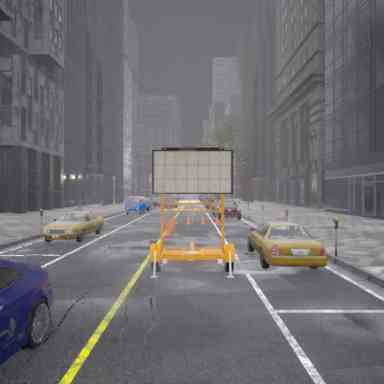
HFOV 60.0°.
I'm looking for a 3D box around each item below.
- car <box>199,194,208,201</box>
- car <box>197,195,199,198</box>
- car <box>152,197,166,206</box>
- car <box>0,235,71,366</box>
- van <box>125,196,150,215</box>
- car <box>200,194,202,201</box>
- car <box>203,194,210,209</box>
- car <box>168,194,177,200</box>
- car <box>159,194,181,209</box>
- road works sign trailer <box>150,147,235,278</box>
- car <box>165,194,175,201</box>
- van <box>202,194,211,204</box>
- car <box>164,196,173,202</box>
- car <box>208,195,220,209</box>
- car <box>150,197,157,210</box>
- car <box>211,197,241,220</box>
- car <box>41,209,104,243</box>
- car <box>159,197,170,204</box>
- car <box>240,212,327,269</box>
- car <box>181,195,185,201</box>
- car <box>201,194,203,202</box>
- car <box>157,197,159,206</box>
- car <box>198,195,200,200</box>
[{"bbox_3d":[3.012,1.428,89.744,2.192,1.841,5.009,0,0,0],"label":"car"},{"bbox_3d":[3.002,1.657,84.103,1.947,1.339,4.313,0,0,0],"label":"car"},{"bbox_3d":[-5.571,1.570,55.934,1.887,1.381,4.507,0,0,0],"label":"car"},{"bbox_3d":[-3.095,1.525,3.543,1.812,1.442,4.674,0,0,0],"label":"car"},{"bbox_3d":[-5.609,1.333,33.379,1.690,1.788,3.998,0,0,0],"label":"van"},{"bbox_3d":[2.964,1.475,61.546,1.967,1.590,4.097,0,0,0],"label":"car"},{"bbox_3d":[2.935,1.320,44.628,2.192,1.841,5.009,0,0,0],"label":"car"},{"bbox_3d":[-5.504,1.450,95.407,2.192,1.841,5.009,0,0,0],"label":"car"},{"bbox_3d":[-3.019,1.359,46.014,2.097,1.767,4.553,0,0,0],"label":"car"},{"bbox_3d":[0.016,0.460,10.108,2.380,3.560,2.880,0,0,0],"label":"road works sign trailer"},{"bbox_3d":[-5.523,1.406,84.128,2.192,1.841,5.009,0,0,0],"label":"car"},{"bbox_3d":[2.974,1.387,67.186,1.690,1.788,3.998,0,0,0],"label":"van"},{"bbox_3d":[-5.533,1.596,78.320,1.752,1.417,4.829,0,0,0],"label":"car"},{"bbox_3d":[2.916,1.432,33.348,1.967,1.590,4.097,0,0,0],"label":"car"},{"bbox_3d":[-5.600,1.562,39.017,1.947,1.339,4.313,0,0,0],"label":"car"},{"bbox_3d":[2.906,1.429,27.710,1.967,1.590,4.097,0,0,0],"label":"car"},{"bbox_3d":[-5.640,1.518,16.254,1.752,1.417,4.829,0,0,1],"label":"car"},{"bbox_3d":[-5.551,1.628,67.213,1.802,1.307,4.206,0,0,0],"label":"car"},{"bbox_3d":[2.884,1.520,10.994,1.752,1.417,4.829,0,0,1],"label":"car"},{"bbox_3d":[-2.844,1.625,90.066,1.837,1.490,4.892,0,0,0],"label":"car"},{"bbox_3d":[2.945,1.330,50.267,2.192,1.841,5.009,0,0,0],"label":"car"},{"bbox_3d":[-5.581,1.455,50.296,1.967,1.590,4.097,0,0,0],"label":"car"},{"bbox_3d":[2.993,1.654,78.465,1.802,1.307,4.206,0,0,0],"label":"car"}]
